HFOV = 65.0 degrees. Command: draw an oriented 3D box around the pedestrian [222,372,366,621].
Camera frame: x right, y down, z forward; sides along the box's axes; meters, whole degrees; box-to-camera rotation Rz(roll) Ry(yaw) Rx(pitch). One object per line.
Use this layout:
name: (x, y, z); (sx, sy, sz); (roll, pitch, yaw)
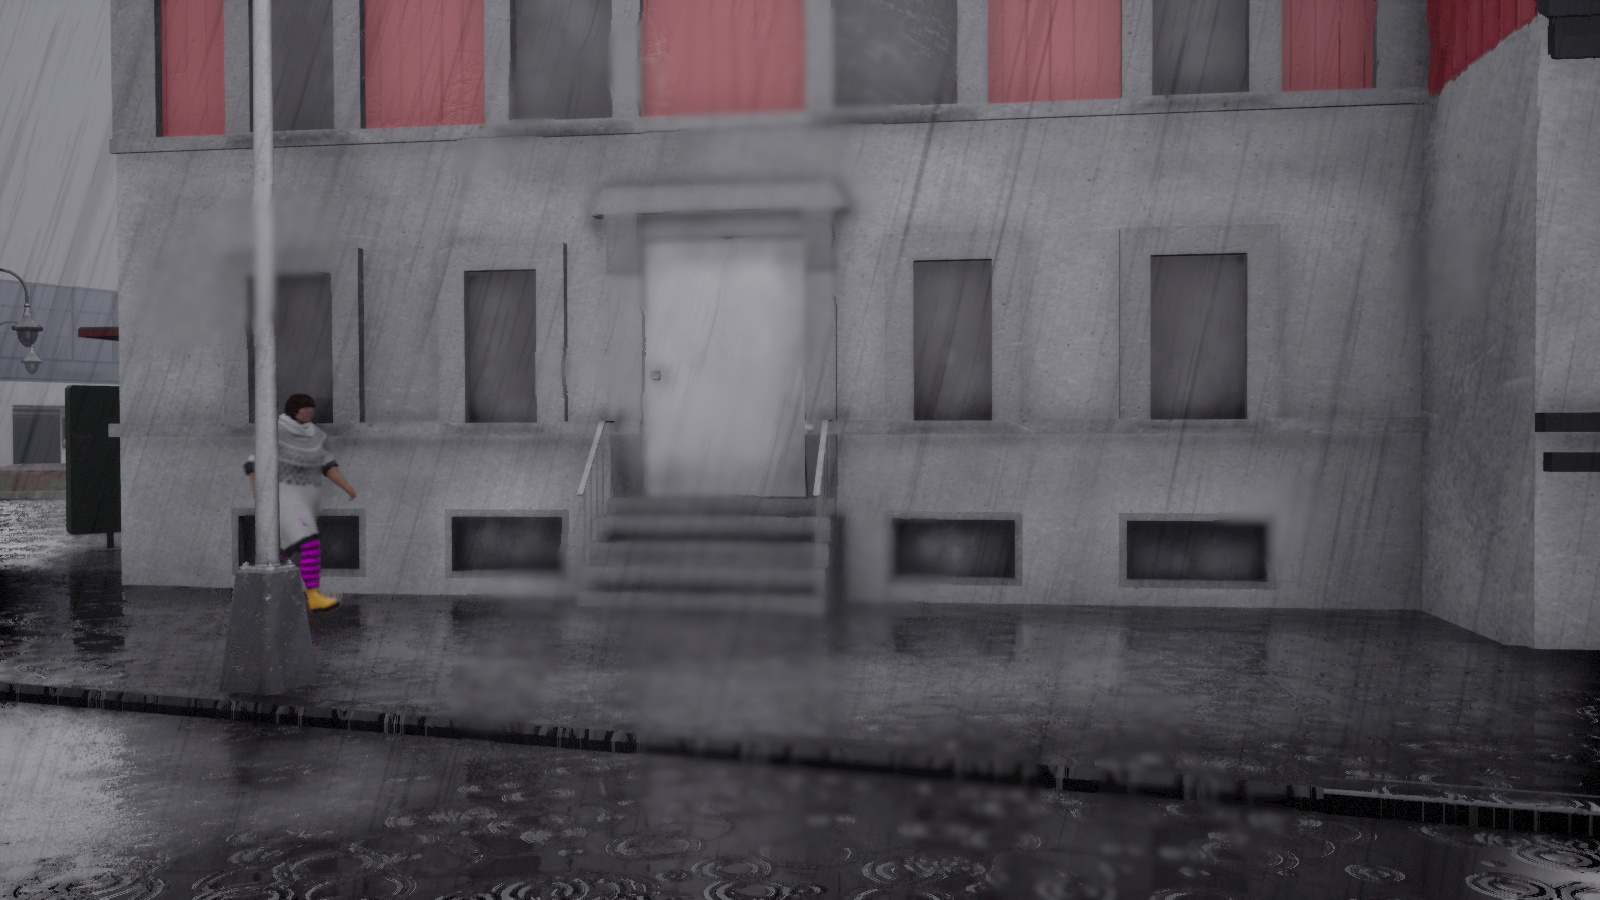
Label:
pedestrian: (-4.132, 0.356, 10.289); (0.873, 1.952, 0.659); (1, 1, 20)
